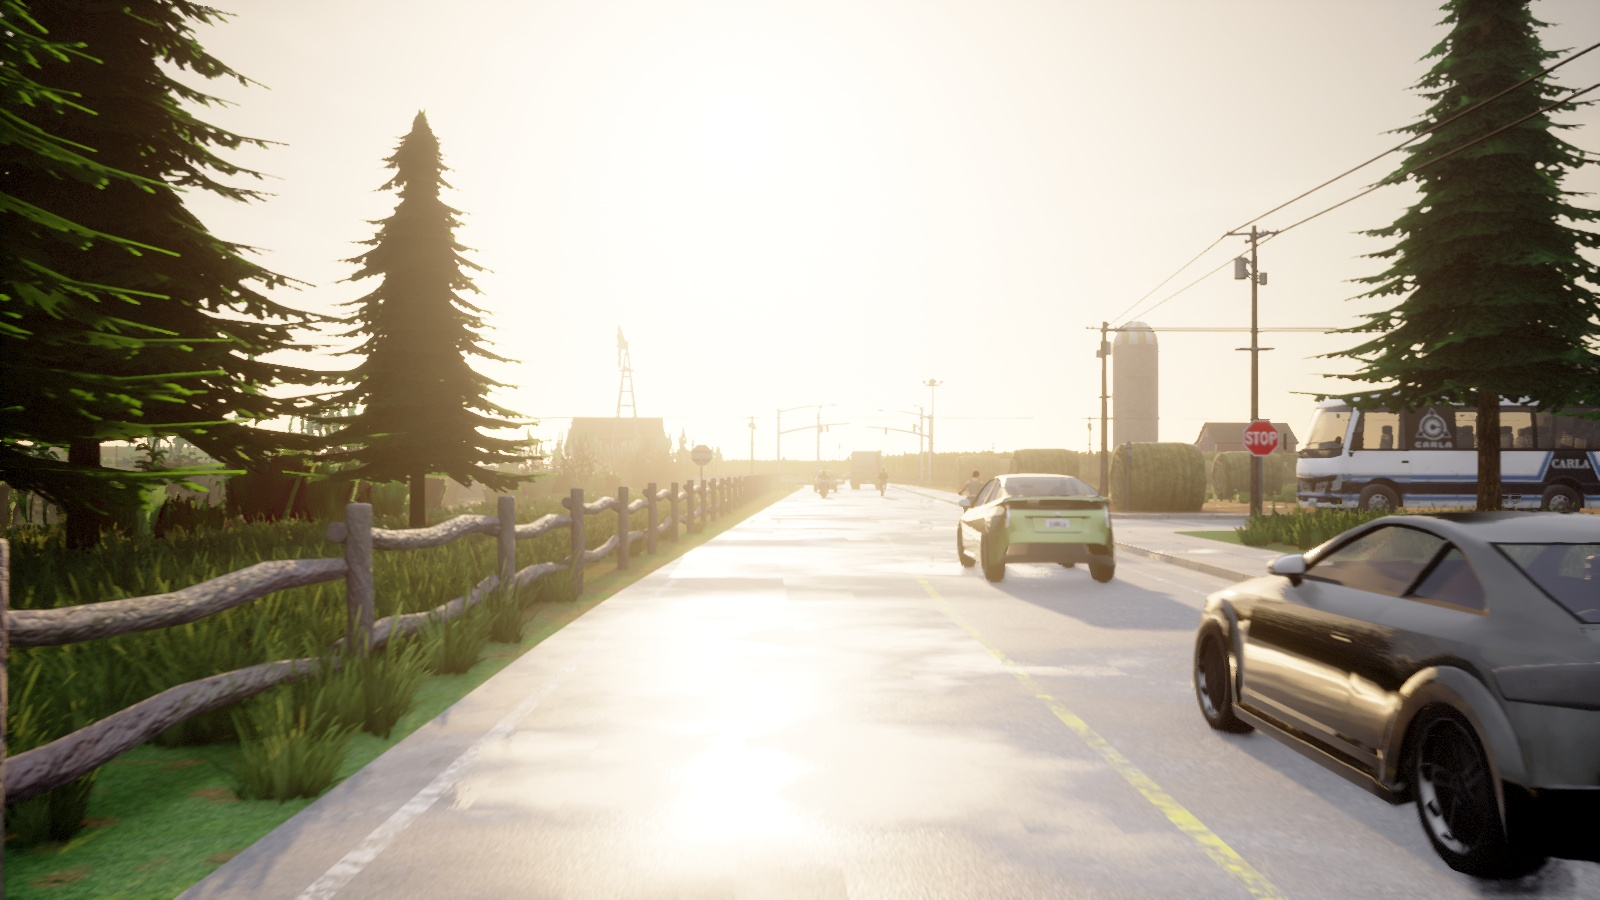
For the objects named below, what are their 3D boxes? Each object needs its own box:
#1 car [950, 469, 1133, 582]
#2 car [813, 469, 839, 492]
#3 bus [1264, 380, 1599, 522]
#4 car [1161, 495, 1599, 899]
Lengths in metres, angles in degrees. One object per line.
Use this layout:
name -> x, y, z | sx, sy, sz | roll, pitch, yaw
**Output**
car -> 3.532, 1.062, 19.263 | 2.007, 1.525, 4.514 | 0, -1, 1
car -> 1.904, 2.240, 92.163 | 1.851, 1.617, 3.988 | 0, -1, 1
bus -> 20.630, 0.050, 39.892 | 10.273, 4.253, 3.944 | 0, -1, -1
car -> 3.475, 0.972, 6.477 | 1.994, 1.385, 4.181 | 0, -1, 0
